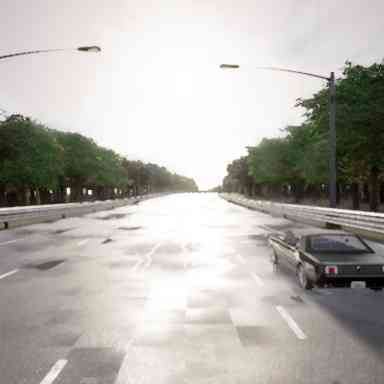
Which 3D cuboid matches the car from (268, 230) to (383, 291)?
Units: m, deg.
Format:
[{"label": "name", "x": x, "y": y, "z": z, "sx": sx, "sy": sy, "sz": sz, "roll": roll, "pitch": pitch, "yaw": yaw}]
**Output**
[{"label": "car", "x": 3.506, "y": 1.694, "z": 9.228, "sx": 1.895, "sy": 1.301, "sz": 4.718, "roll": 0, "pitch": -1, "yaw": 0}]
